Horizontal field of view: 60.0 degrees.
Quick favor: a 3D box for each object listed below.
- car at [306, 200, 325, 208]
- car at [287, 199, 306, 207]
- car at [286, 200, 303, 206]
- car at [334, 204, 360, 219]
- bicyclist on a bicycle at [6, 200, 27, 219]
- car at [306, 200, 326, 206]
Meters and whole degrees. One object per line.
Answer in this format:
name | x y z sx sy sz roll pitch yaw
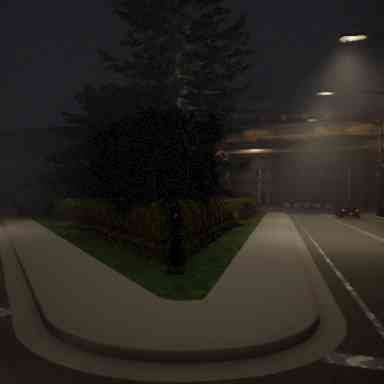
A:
car | 25.082 2.364 67.276 2.038 1.542 4.974 0 -1 -6
car | 21.131 2.359 68.615 2.038 1.542 4.974 0 -1 39
car | 21.165 2.202 68.658 1.853 1.218 4.536 0 -1 39
car | 16.394 2.022 35.329 1.812 1.442 4.674 0 -1 14
bicyclist on a bicycle | -15.517 1.566 29.497 1.656 1.620 0.582 1 -1 -31
car | 25.077 2.207 67.330 1.853 1.218 4.536 0 -1 -6
